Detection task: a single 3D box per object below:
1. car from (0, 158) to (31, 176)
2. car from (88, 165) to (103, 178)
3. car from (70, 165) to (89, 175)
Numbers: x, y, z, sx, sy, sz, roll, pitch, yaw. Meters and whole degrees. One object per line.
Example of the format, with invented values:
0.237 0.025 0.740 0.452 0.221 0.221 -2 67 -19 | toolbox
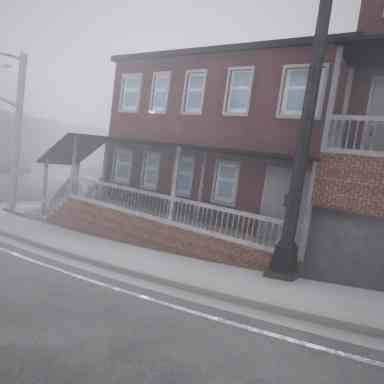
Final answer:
-18.597 -2.391 32.805 1.895 1.301 4.718 11 6 34 | car
-10.765 -2.383 43.688 1.895 1.301 4.718 11 7 35 | car
-14.054 -2.946 45.032 1.895 1.301 4.718 11 7 35 | car
